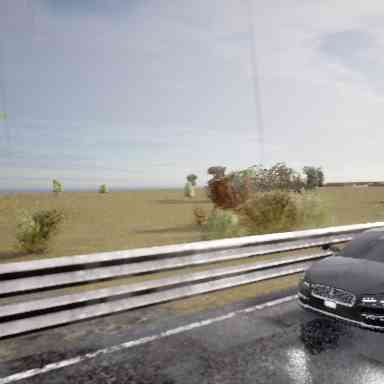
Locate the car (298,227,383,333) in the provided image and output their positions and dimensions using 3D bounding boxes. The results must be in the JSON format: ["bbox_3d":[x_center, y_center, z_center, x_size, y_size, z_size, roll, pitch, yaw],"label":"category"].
[{"bbox_3d":[4.150,1.502,6.631,4.892,1.490,1.837,0,0,-35],"label":"car"}]
